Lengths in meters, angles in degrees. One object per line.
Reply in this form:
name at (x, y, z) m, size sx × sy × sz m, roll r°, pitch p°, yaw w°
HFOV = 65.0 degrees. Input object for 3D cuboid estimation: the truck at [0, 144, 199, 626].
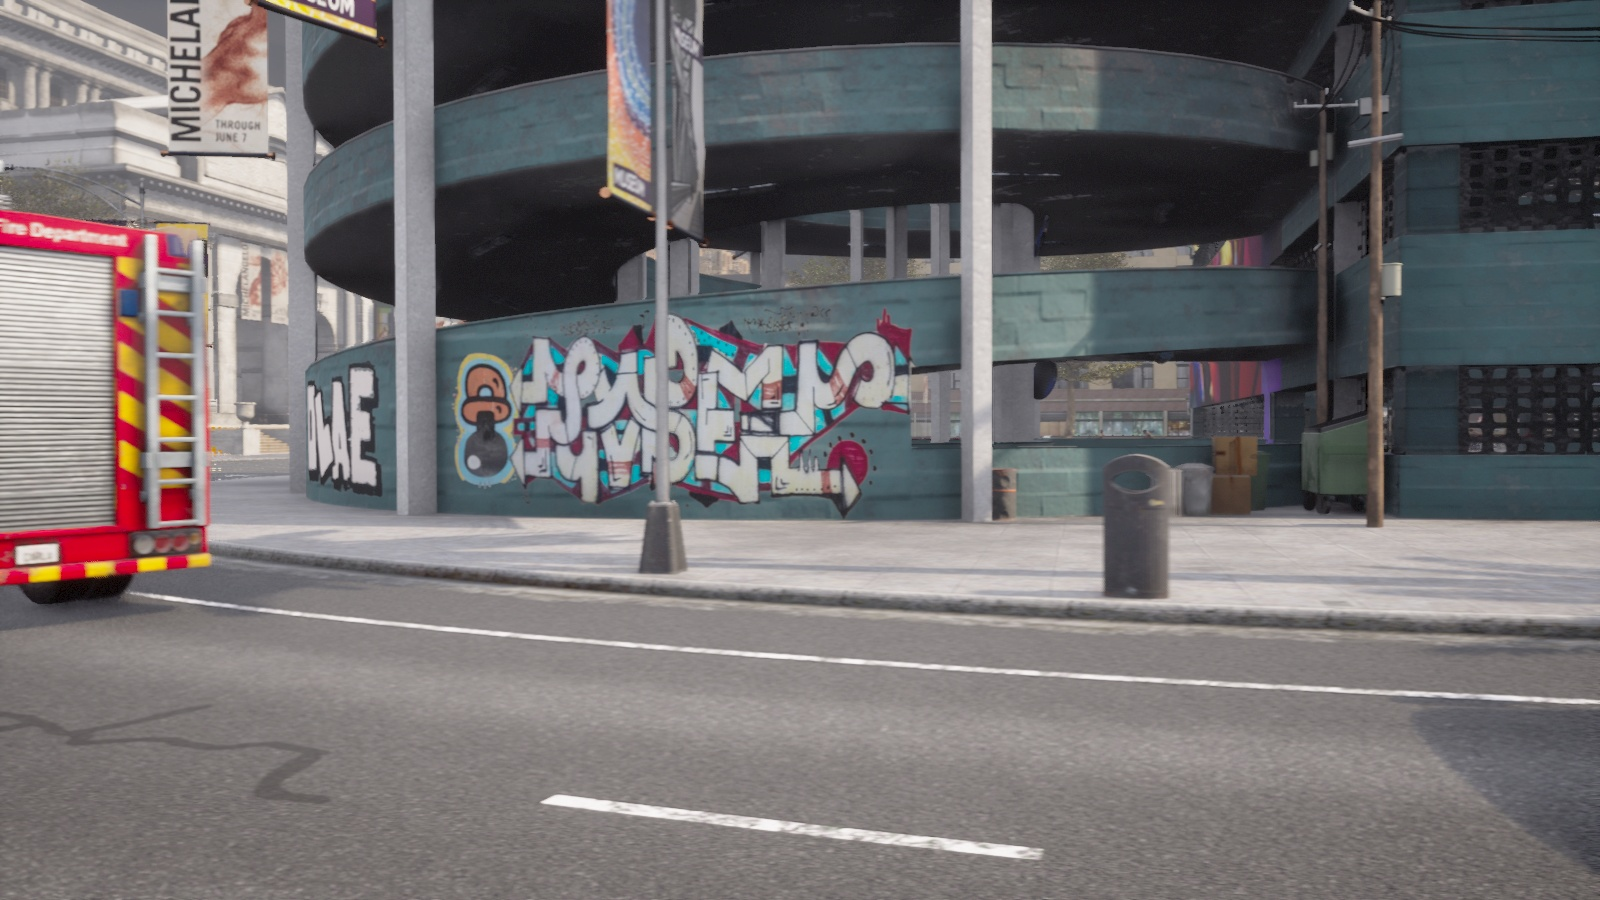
truck at (-9.683, -0.566, 12.609) m, size 8.468 × 3.827 × 2.891 m, roll 1°, pitch 1°, yaw 36°
